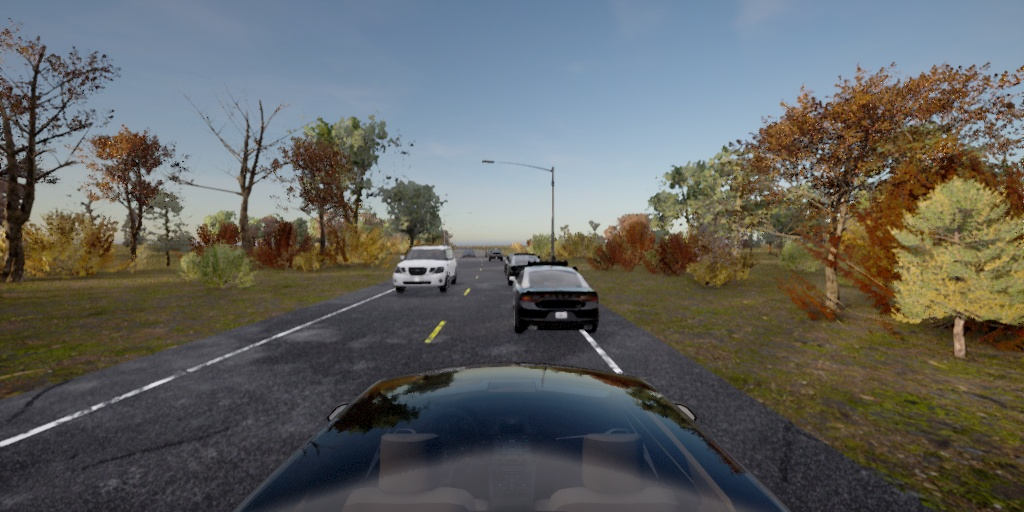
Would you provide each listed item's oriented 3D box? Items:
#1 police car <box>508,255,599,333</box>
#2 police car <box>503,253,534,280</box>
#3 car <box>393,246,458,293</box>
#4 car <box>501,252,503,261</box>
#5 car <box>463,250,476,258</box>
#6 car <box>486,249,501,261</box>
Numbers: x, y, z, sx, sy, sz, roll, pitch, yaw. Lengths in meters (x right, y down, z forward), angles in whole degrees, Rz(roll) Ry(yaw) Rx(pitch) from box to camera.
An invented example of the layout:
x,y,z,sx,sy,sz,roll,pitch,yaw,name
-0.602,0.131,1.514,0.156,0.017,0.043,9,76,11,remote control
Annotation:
x,y,z,sx,sy,sz,roll,pitch,yaw,name
0.966,0.934,9.953,1.930,1.638,5.238,0,2,-1,police car
0.674,0.639,20.000,1.930,1.638,5.238,0,2,-2,police car
-3.901,0.523,17.126,2.150,2.045,5.566,0,1,-2,car
0.407,0.514,25.917,1.882,1.535,5.008,0,2,-3,car
-6.888,-0.340,57.682,1.994,1.385,4.181,0,2,-6,car
-2.181,-0.099,47.582,1.837,1.490,4.892,0,1,-5,car
